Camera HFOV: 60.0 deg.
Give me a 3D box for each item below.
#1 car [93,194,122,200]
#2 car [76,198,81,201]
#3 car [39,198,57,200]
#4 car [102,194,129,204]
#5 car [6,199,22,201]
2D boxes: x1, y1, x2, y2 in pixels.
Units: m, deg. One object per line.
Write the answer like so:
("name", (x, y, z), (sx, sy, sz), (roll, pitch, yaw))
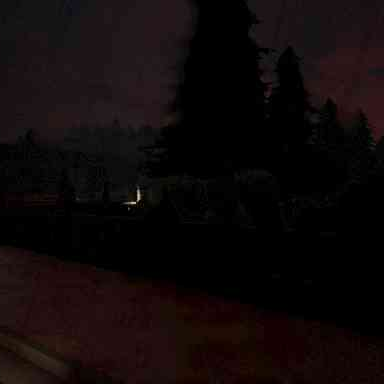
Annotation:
("car", (-14.544, 1.391, 54.532), (2.128, 1.511, 4.902), (0, 2, 36))
("car", (-19.879, 1.506, 53.088), (1.812, 1.442, 4.674), (0, 1, 35))
("car", (-20.441, 1.526, 46.306), (1.812, 1.442, 4.674), (0, 0, 36))
("car", (-14.056, 1.186, 61.207), (1.837, 1.490, 4.892), (0, 3, 36))
("car", (-25.015, 1.601, 45.941), (1.895, 1.301, 4.718), (0, 0, 36))
